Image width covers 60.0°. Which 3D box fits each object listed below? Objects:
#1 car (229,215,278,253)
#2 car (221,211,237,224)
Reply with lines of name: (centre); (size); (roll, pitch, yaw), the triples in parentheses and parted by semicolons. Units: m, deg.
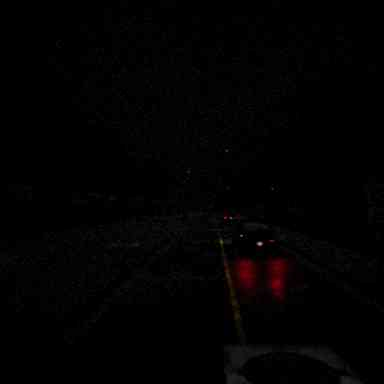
car: (2.987, 2.061, 16.272); (1.812, 1.442, 4.674); (-1, -2, 4)
car: (4.452, 2.990, 39.139); (2.033, 1.411, 5.357); (-1, -2, 4)
